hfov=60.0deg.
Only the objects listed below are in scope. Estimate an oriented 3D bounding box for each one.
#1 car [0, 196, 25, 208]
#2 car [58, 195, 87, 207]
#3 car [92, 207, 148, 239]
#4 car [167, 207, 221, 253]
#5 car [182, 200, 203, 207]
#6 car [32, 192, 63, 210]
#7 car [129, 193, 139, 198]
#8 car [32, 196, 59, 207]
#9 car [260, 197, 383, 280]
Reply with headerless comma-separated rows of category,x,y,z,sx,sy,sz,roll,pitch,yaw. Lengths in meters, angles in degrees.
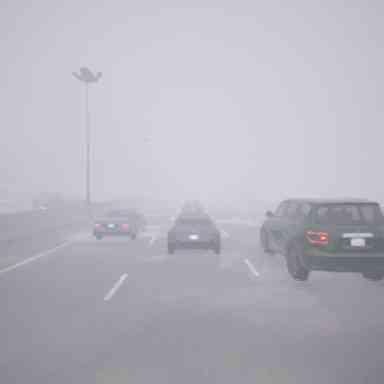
car,-24.650,1.302,45.074,1.882,1.535,5.008,0,0,0
car,-14.176,1.367,41.042,2.033,1.411,5.357,0,0,0
car,-3.436,1.468,16.651,2.033,1.411,5.357,0,0,0
car,0.068,1.494,13.306,1.994,1.385,4.181,0,0,0
car,0.029,1.400,31.309,1.994,1.385,4.181,0,0,0
car,-17.676,1.049,41.324,2.150,2.045,5.566,0,0,0
car,-14.192,0.963,81.232,1.882,1.535,5.008,0,0,0
car,-21.169,1.325,48.269,1.812,1.442,4.674,0,0,0
car,3.577,1.160,9.860,2.150,2.045,5.566,0,0,0
